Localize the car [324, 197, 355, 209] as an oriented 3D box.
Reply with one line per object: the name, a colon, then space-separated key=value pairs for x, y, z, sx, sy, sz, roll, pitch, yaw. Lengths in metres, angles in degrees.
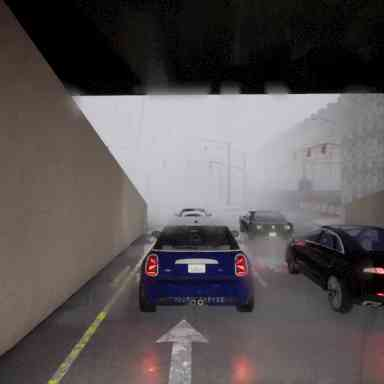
car: x=17.552 y=1.295 z=39.403 sx=1.853 sy=1.218 sz=4.536 roll=0 pitch=0 yaw=45

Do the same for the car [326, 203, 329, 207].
car: x=17.516 y=1.453 z=39.366 sx=2.038 sy=1.542 sz=4.974 roll=0 pitch=0 yaw=45

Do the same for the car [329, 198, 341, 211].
car: x=17.414 y=1.453 z=34.759 sx=2.038 sy=1.542 sz=4.974 roll=0 pitch=0 yaw=-35

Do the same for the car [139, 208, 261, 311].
car: x=0.084 y=1.352 z=7.920 sx=2.097 sy=1.767 sz=4.553 roll=0 pitch=0 yaw=0

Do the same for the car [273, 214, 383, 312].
car: x=3.583 y=1.492 z=7.654 sx=2.128 sy=1.511 sz=4.902 roll=0 pitch=0 yaw=0

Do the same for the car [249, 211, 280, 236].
car: x=3.591 y=1.601 z=16.980 sx=1.895 sy=1.301 sz=4.718 roll=0 pitch=0 yaw=0

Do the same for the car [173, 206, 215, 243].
car: x=0.069 y=1.526 z=16.972 sx=1.812 sy=1.442 sz=4.674 roll=0 pitch=0 yaw=0
